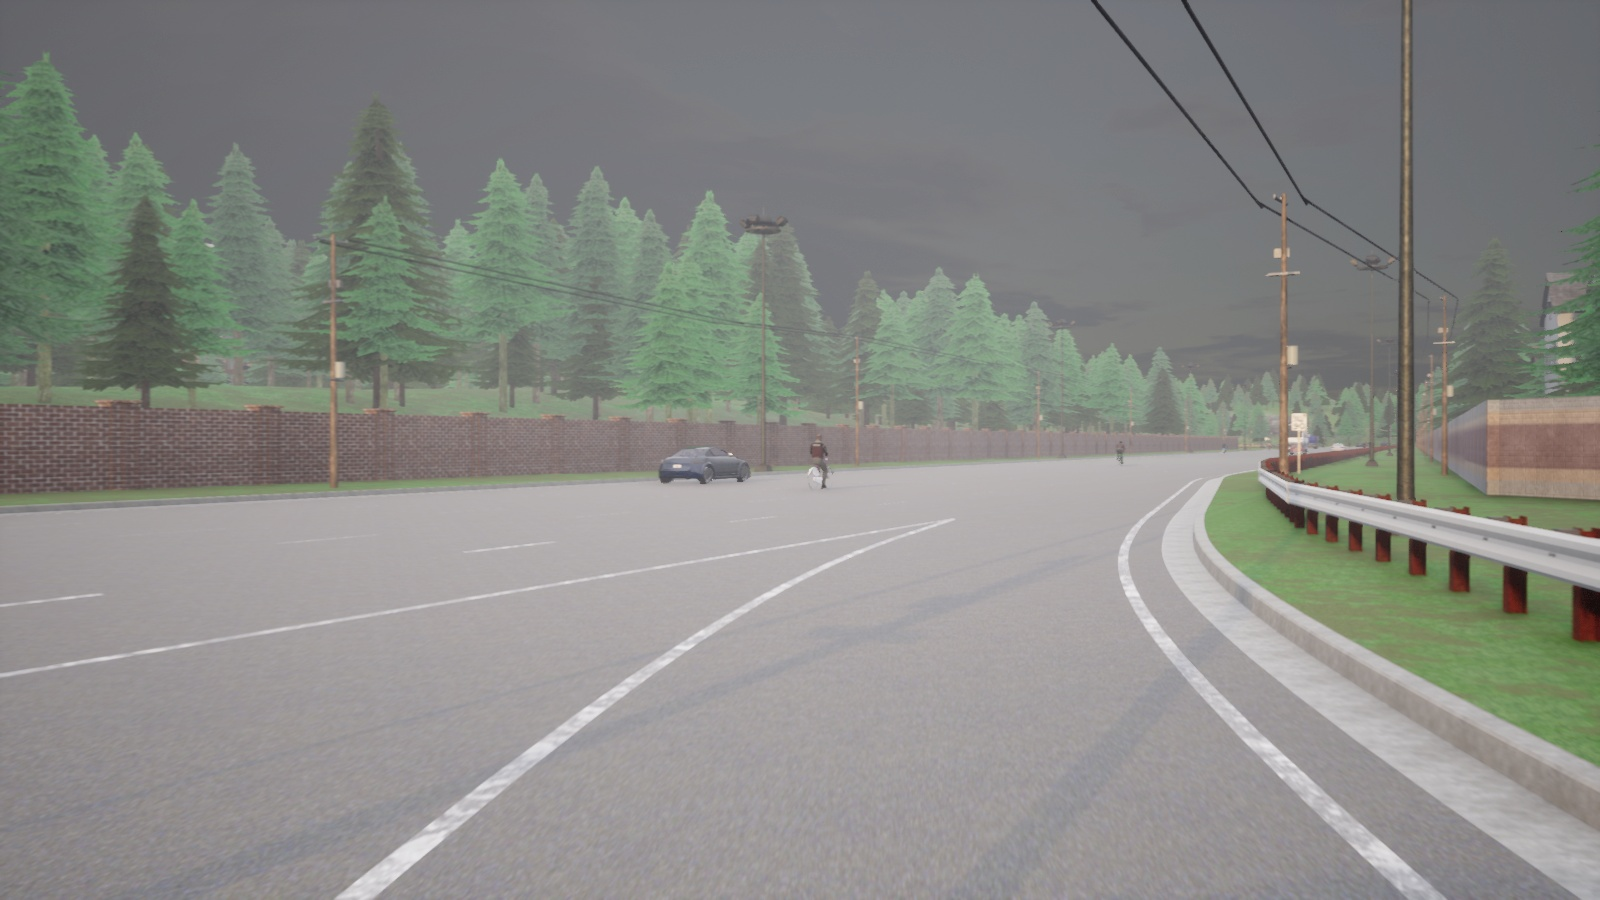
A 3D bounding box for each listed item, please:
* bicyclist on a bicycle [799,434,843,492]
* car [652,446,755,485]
[{"bbox_3d":[0.669,0.394,39.649,0.659,1.776,1.843,0,1,26],"label":"bicyclist on a bicycle"},{"bbox_3d":[-3.551,0.540,46.937,1.994,1.385,4.181,0,0,26],"label":"car"}]
